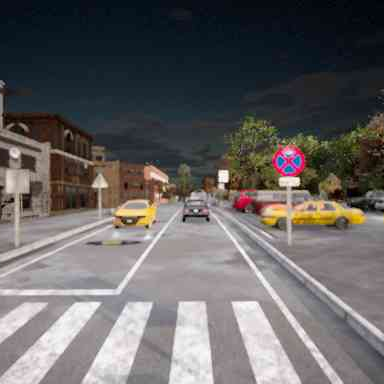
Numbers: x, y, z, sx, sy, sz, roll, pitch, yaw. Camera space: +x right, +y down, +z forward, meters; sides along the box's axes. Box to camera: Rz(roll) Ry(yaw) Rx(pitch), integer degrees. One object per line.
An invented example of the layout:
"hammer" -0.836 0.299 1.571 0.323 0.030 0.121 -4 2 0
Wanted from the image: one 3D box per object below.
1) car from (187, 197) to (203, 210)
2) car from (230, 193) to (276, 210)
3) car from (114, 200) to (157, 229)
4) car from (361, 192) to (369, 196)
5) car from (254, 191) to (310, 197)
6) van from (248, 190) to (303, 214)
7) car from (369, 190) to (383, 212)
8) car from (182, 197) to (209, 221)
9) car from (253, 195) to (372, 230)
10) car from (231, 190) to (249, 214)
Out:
"car" 0.367 1.405 41.075 1.812 1.442 4.674 0 -1 0
"car" 6.452 1.034 35.778 4.553 1.767 2.185 0 0 0
"car" -3.214 1.213 19.658 1.882 1.535 5.008 0 0 0
"car" 18.698 1.033 30.977 4.892 1.521 2.231 0 0 0
"car" 6.464 0.999 20.596 4.553 1.767 2.185 0 0 0
"van" 6.552 0.891 23.633 4.442 1.987 1.878 0 0 0
"car" 18.682 0.767 28.185 5.566 2.045 2.435 0 0 0
"car" 0.261 1.245 23.548 2.033 1.411 5.357 0 0 0
"car" 6.245 1.143 17.679 5.366 1.575 1.946 0 0 0
"car" 6.467 0.870 29.825 5.566 2.045 2.435 0 0 0
